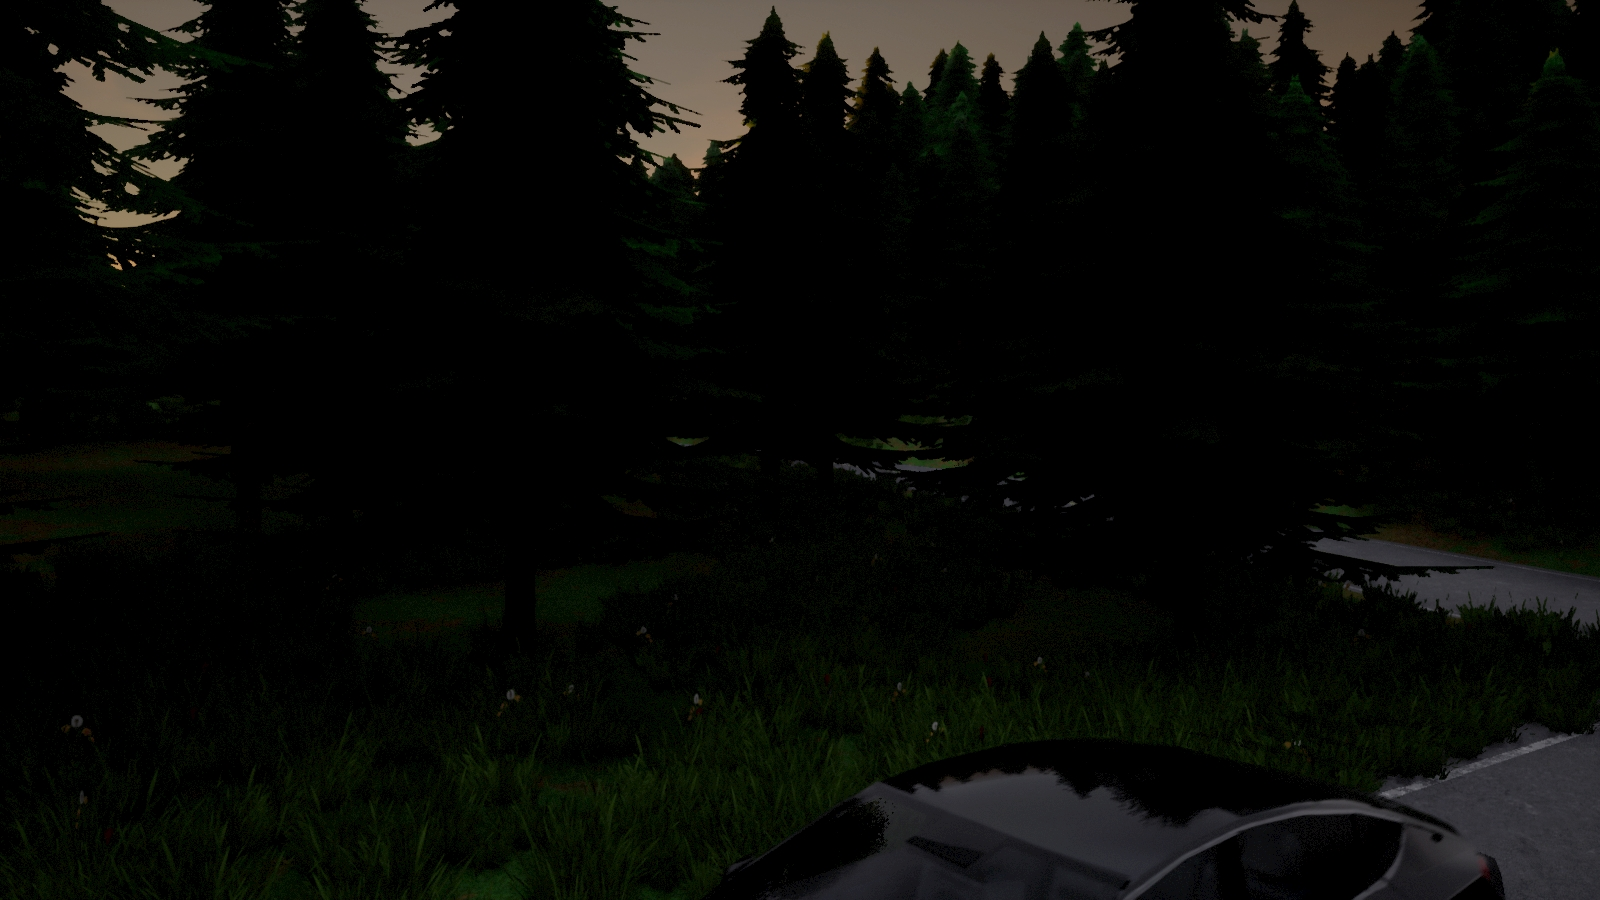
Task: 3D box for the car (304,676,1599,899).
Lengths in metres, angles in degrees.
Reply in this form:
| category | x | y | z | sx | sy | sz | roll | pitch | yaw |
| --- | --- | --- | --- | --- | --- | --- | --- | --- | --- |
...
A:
| category | x | y | z | sx | sy | sz | roll | pitch | yaw |
| --- | --- | --- | --- | --- | --- | --- | --- | --- | --- |
| car | 0.890 | 2.061 | 4.388 | 4.792 | 1.488 | 2.163 | 0 | 0 | -35 |
